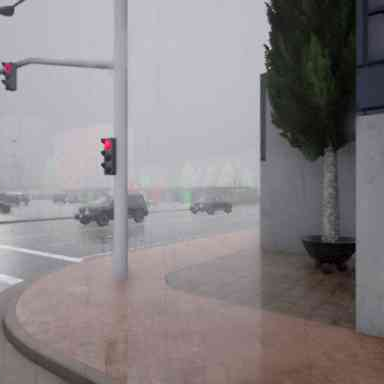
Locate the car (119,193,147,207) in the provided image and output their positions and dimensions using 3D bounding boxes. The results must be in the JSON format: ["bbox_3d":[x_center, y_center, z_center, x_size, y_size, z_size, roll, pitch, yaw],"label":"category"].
[{"bbox_3d":[-8.872,1.168,49.785,3.866,1.878,1.905,0,0,35],"label":"car"}]

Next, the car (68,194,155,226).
[{"bbox_3d":[-5.560,1.227,23.803,2.150,2.045,5.566,0,0,37],"label":"car"}]

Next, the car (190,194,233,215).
[{"bbox_3d":[2.085,1.229,34.015,2.150,2.045,5.566,0,0,37],"label":"car"}]

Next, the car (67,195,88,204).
[{"bbox_3d":[-21.426,1.381,62.250,3.905,1.438,1.784,0,0,35],"label":"car"}]

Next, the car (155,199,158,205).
[{"bbox_3d":[-7.184,1.407,52.137,3.806,1.475,1.970,0,0,35],"label":"car"}]

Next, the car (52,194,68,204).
[{"bbox_3d":[-23.158,1.171,59.927,4.605,1.855,1.932,0,0,35],"label":"car"}]

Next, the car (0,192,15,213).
[{"bbox_3d":[-20.221,1.168,33.776,3.866,1.878,1.905,0,0,35],"label":"car"}]
